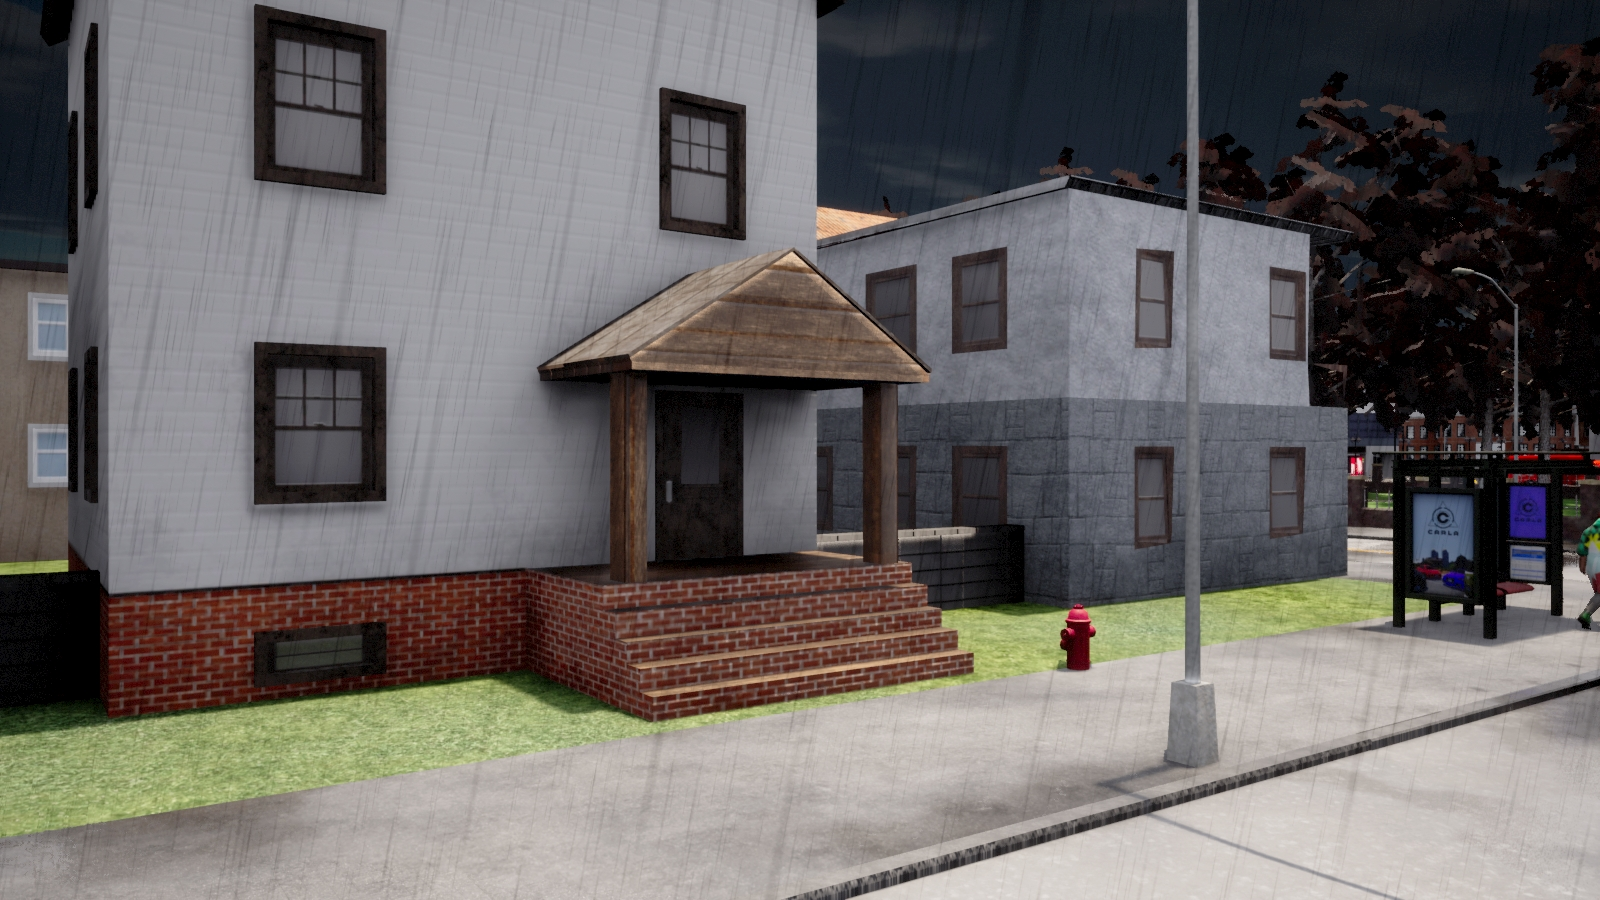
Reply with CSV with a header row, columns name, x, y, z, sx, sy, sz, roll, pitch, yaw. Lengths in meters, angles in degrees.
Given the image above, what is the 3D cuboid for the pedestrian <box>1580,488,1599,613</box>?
name,x,y,z,sx,sy,sz,roll,pitch,yaw
pedestrian,12.126,1.516,17.307,0.375,1.860,0.375,0,0,-26
